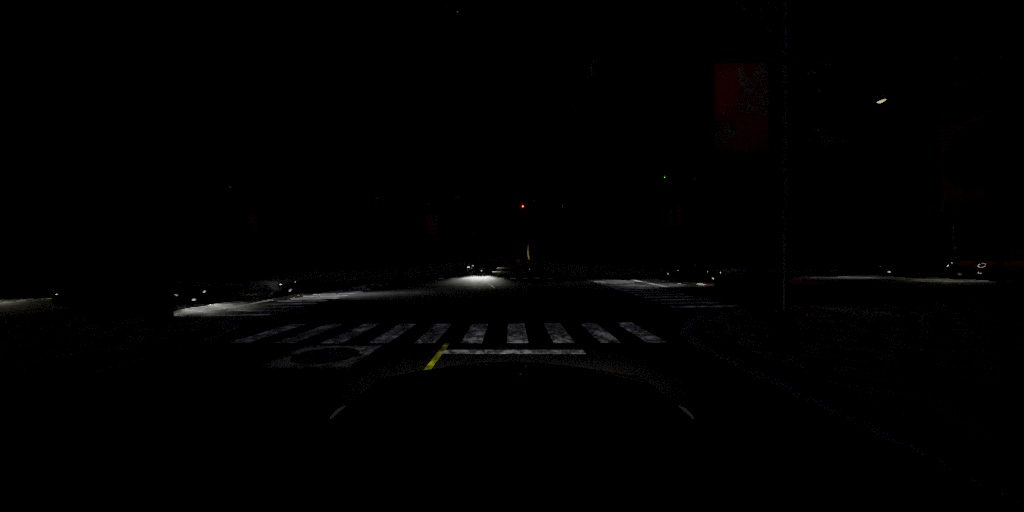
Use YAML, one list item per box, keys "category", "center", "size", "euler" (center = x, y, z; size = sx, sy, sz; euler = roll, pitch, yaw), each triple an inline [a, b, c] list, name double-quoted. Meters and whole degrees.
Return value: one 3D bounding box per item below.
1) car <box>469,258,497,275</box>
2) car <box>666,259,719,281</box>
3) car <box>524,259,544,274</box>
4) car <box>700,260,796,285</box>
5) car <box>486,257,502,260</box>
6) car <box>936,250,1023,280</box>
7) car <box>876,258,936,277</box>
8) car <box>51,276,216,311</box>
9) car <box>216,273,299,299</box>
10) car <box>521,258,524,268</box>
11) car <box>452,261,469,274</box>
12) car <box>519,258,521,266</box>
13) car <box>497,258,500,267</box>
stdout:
- category: "car"
  center: [-3.135, 1.246, 39.173]
  size: [2.128, 1.511, 4.902]
  euler: [0, 0, 0]
- category: "car"
  center: [13.688, 0.964, 25.794]
  size: [4.902, 1.511, 2.128]
  euler: [-1, 0, 0]
- category: "car"
  center: [2.713, 1.305, 41.246]
  size: [2.007, 1.370, 4.403]
  euler: [0, 0, 0]
- category: "car"
  center: [14.831, 1.059, 22.537]
  size: [4.718, 1.301, 1.895]
  euler: [-1, 0, 0]
- category: "car"
  center: [-3.231, 1.290, 64.999]
  size: [1.812, 1.442, 4.674]
  euler: [0, 0, 0]
- category: "car"
  center: [30.409, 0.537, 22.564]
  size: [4.553, 1.767, 2.097]
  euler: [-1, 0, 0]
- category: "car"
  center: [29.365, 0.799, 25.816]
  size: [4.718, 1.301, 1.895]
  euler: [-1, 0, 0]
- category: "car"
  center: [-16.663, 1.584, 15.769]
  size: [5.357, 1.411, 2.033]
  euler: [-1, 0, 0]
- category: "car"
  center: [-14.221, 1.587, 19.217]
  size: [4.718, 1.301, 1.895]
  euler: [-1, 0, -4]
- category: "car"
  center: [2.655, 1.303, 52.135]
  size: [1.888, 1.381, 4.507]
  euler: [0, 0, 0]
- category: "car"
  center: [-5.812, 1.305, 41.204]
  size: [2.007, 1.370, 4.403]
  euler: [0, 0, 0]
- category: "car"
  center: [2.626, 1.311, 57.579]
  size: [2.007, 1.370, 4.403]
  euler: [0, 0, 0]
- category: "car"
  center: [-3.192, 1.305, 49.707]
  size: [2.033, 1.411, 5.357]
  euler: [0, 0, 0]
